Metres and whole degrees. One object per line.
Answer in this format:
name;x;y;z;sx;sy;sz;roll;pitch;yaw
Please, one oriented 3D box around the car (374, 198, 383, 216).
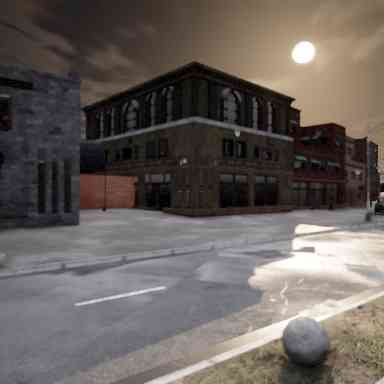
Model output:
car;23.609;1.737;37.310;2.435;2.045;5.566;2;-2;-45
